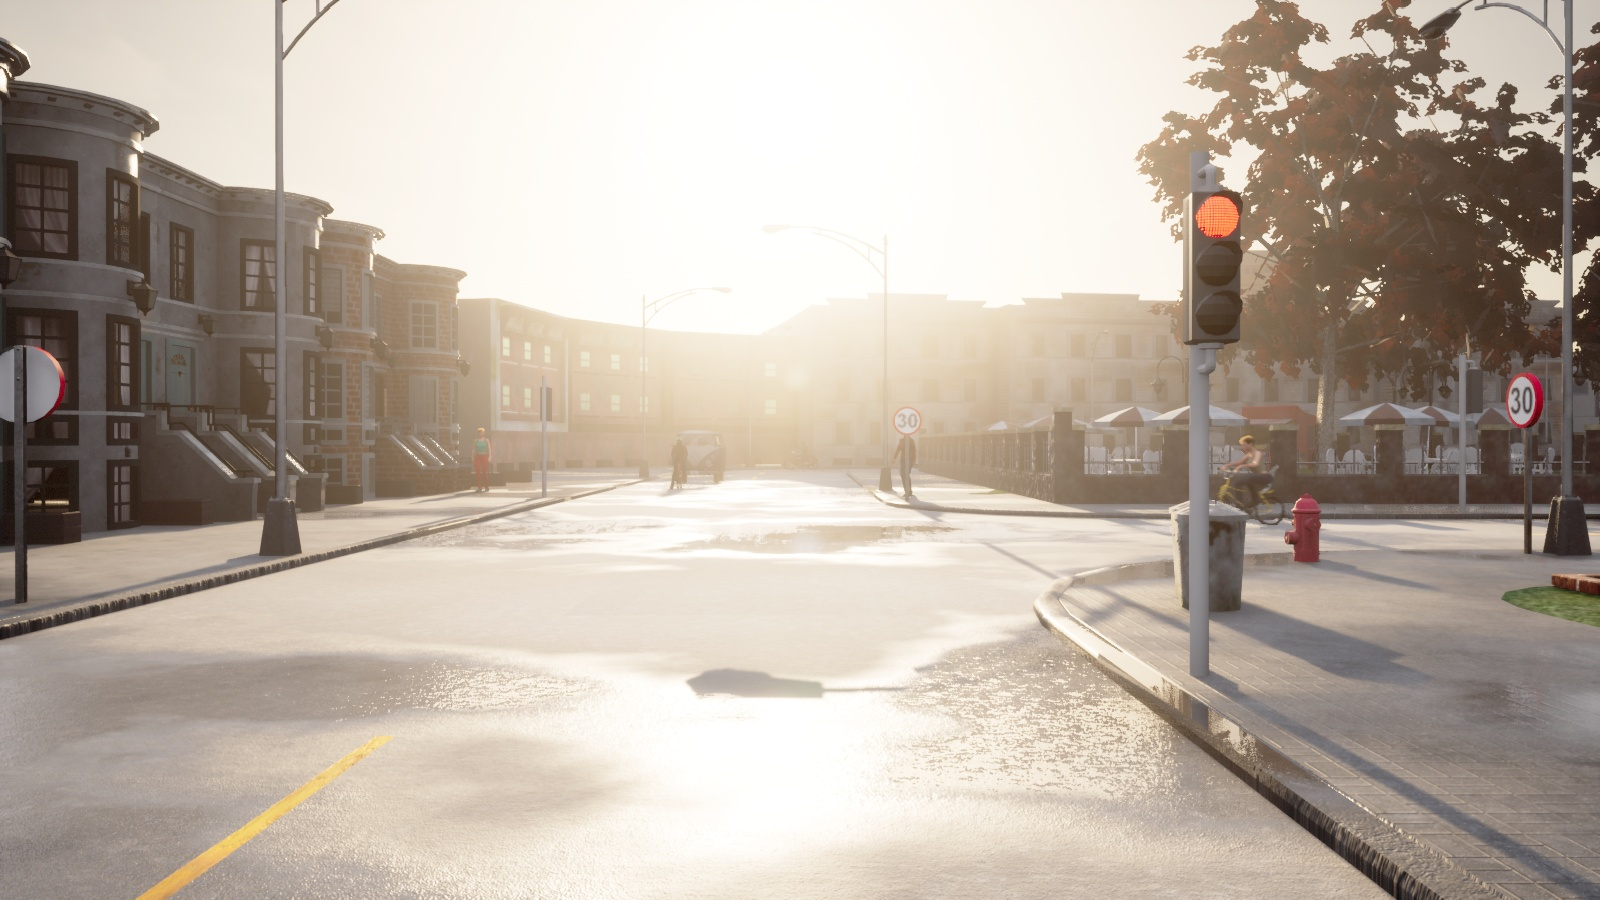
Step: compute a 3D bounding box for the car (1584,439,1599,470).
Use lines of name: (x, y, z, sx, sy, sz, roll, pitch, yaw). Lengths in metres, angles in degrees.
car: (47.546, 0.240, 71.489, 4.553, 1.767, 2.097, 0, 0, 0)

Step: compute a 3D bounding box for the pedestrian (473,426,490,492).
pedestrian: (-9.004, 0.248, 35.474, 0.345, 1.836, 0.594, 0, 0, -2)

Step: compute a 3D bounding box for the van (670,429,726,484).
van: (-3.844, 0.223, 48.045, 1.775, 1.987, 4.442, 0, 0, 0)

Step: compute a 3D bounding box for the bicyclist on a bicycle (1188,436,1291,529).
bicyclist on a bicycle: (7.800, 0.563, 22.333, 1.509, 1.612, 0.866, 0, 0, 0)

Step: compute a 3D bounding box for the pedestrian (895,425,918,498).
pedestrian: (2.736, 0.293, 32.204, 0.331, 1.846, 0.636, 0, 0, 32)

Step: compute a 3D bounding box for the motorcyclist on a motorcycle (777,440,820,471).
motorcyclist on a motorcycle: (-0.061, 0.310, 68.894, 2.350, 1.649, 0.766, 0, 2, -38)
